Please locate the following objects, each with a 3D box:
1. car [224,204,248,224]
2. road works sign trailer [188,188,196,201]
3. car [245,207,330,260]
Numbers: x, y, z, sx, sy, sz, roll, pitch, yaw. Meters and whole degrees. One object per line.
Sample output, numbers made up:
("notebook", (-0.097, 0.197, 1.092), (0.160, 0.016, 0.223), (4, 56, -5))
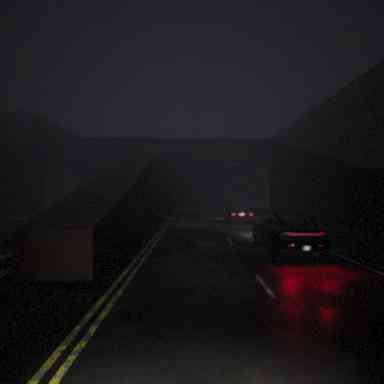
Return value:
("car", (3.525, 1.605, 25.541), (2.033, 1.411, 5.357), (0, 0, 1))
("road works sign trailer", (-0.006, 0.673, 93.130), (2.380, 3.560, 2.880), (0, 0, 0))
("car", (3.544, 1.520, 12.630), (2.128, 1.511, 4.902), (0, 0, 0))
